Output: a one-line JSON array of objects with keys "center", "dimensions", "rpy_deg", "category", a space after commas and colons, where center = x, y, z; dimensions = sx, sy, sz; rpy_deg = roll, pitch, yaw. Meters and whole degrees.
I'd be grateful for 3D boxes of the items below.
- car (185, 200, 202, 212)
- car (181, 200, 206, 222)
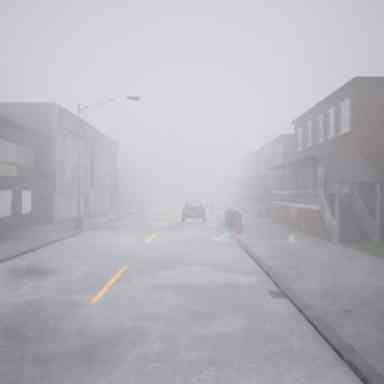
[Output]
[{"center": [0.143, 1.625, 39.453], "dimensions": [1.895, 1.301, 4.718], "rpy_deg": [0, 0, 0], "category": "car"}, {"center": [0.130, 1.509, 26.689], "dimensions": [2.128, 1.511, 4.902], "rpy_deg": [0, 0, 0], "category": "car"}]
